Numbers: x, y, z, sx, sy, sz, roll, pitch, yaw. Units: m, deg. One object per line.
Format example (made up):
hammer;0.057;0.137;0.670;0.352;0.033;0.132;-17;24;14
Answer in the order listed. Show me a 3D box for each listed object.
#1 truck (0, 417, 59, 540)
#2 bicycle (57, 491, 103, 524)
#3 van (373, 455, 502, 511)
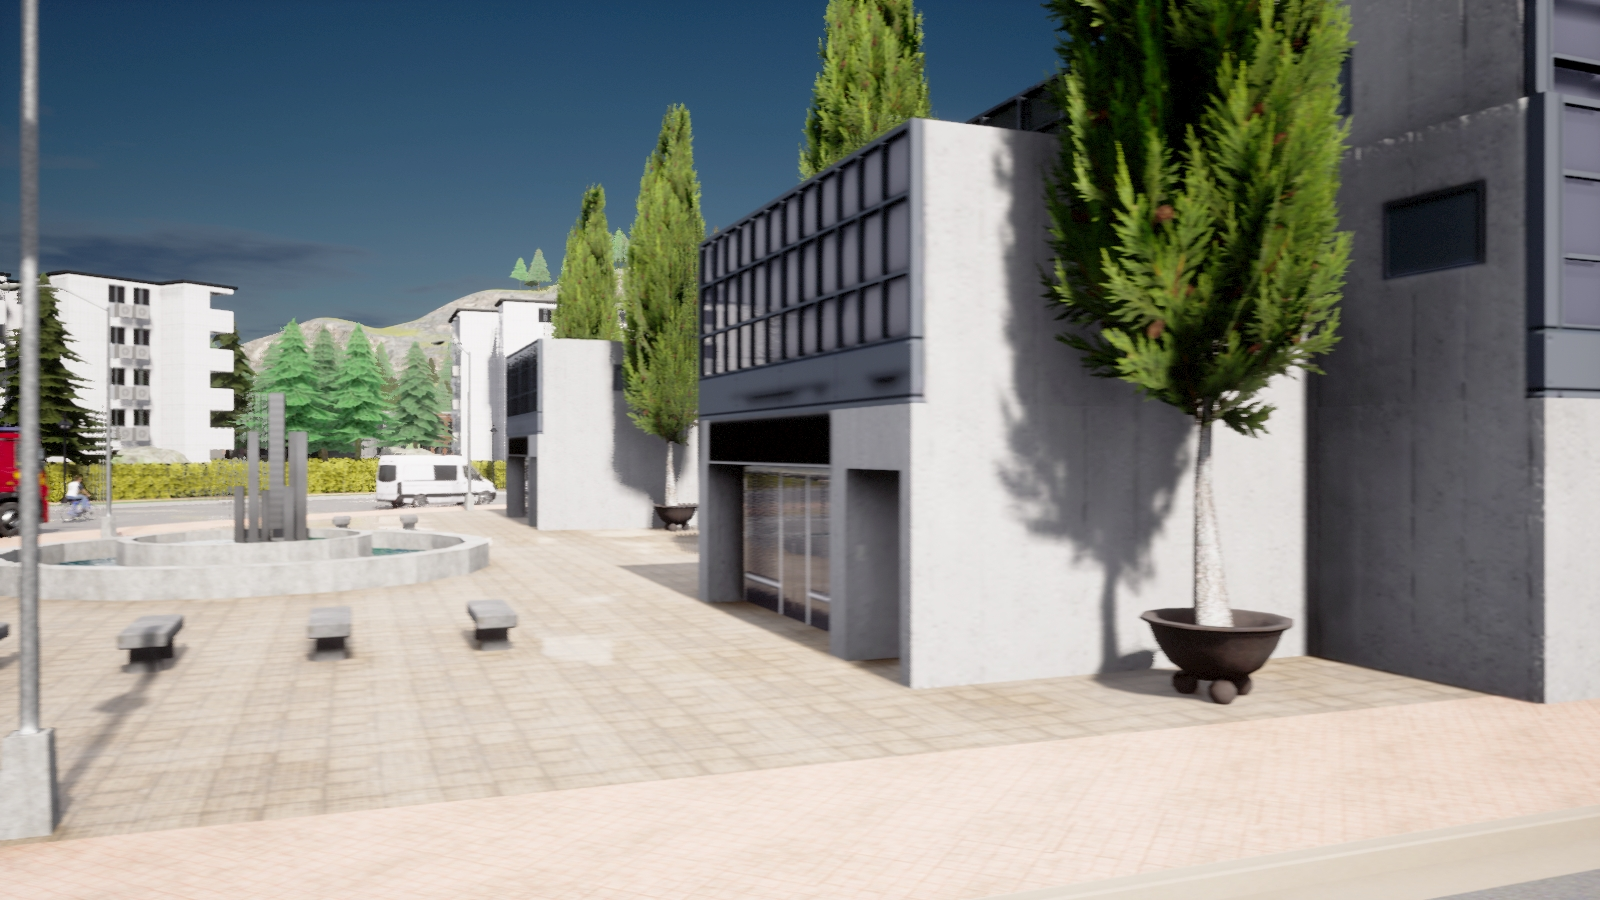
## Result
truck;-26.615;0.894;34.027;2.891;3.827;8.468;0;0;7
bicycle;-27.880;2.209;44.243;0.373;1.196;1.643;0;0;17
van;-17.610;1.533;55.866;1.988;2.561;5.915;0;0;38
